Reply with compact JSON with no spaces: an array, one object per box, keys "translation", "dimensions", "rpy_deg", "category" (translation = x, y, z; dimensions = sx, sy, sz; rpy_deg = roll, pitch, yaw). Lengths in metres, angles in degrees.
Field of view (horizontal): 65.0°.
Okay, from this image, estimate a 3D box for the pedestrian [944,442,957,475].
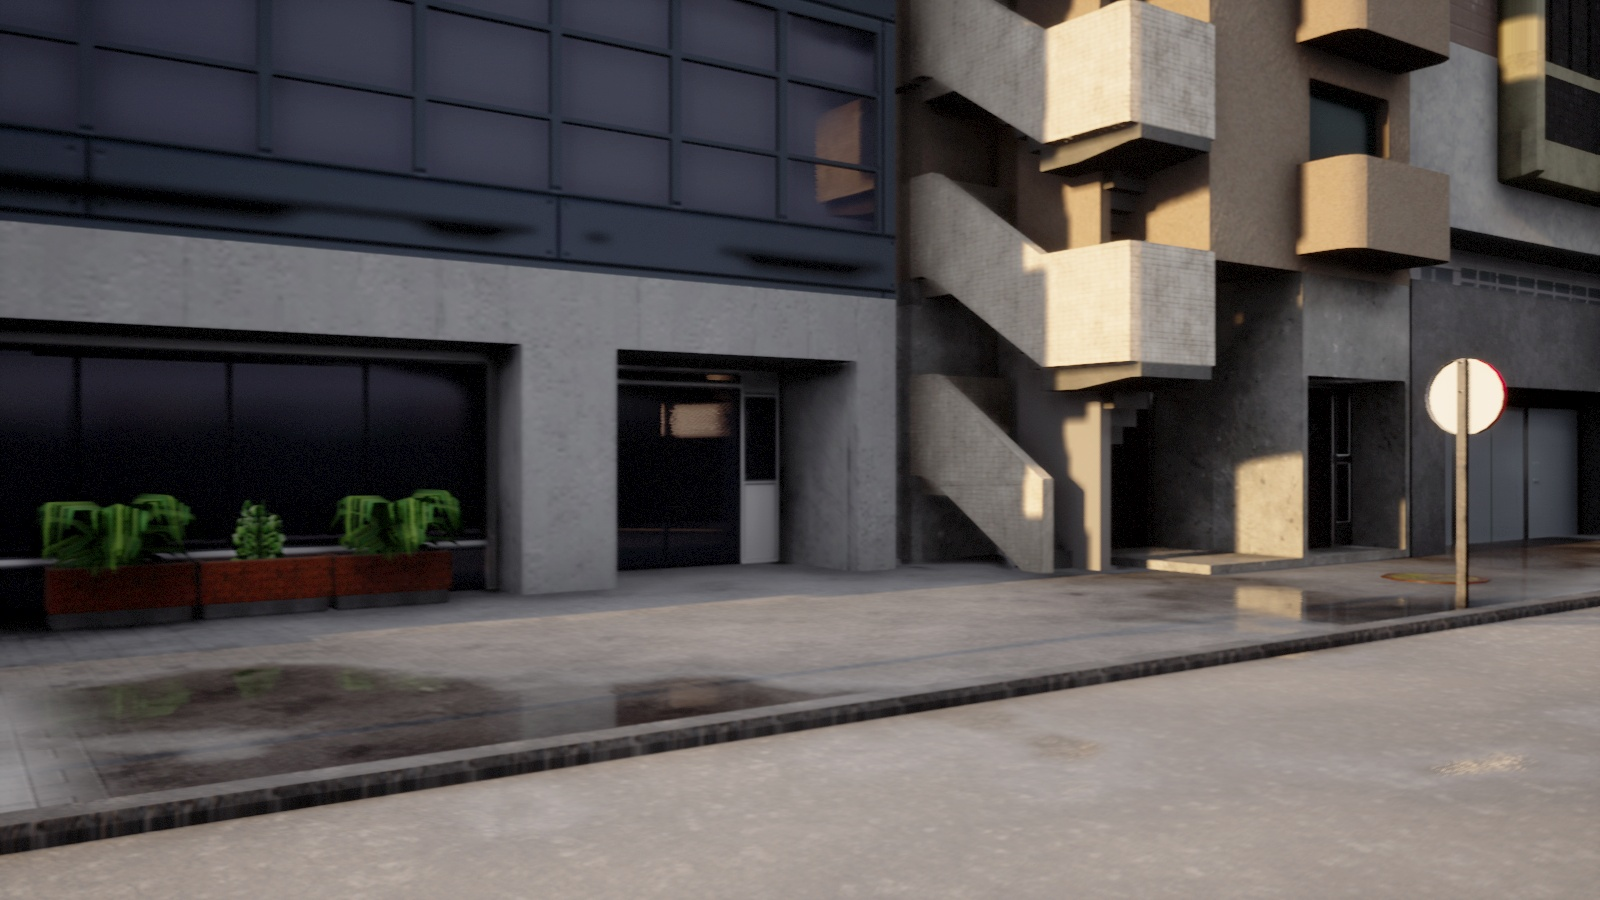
[{"translation":[8.633,0.485,72.019],"dimensions":[0.402,1.842,0.726],"rpy_deg":[0,0,-32],"category":"pedestrian"}]
